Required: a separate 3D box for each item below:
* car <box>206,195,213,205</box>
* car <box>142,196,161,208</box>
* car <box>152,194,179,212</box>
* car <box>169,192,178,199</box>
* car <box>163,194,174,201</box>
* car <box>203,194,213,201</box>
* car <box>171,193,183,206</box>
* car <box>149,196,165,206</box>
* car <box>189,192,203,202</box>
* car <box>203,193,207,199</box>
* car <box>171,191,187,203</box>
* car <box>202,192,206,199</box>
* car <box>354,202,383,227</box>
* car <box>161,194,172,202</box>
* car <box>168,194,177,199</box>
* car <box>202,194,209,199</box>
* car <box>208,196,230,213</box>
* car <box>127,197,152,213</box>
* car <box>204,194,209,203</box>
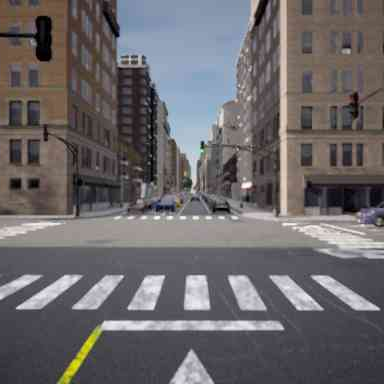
[{"bbox_3d":[3.024,1.354,39.986,1.887,1.381,4.507,1,0,1],"label":"car"},{"bbox_3d":[-5.435,1.334,45.610,2.008,1.369,4.403,1,0,1],"label":"car"},{"bbox_3d":[-2.791,1.308,35.885,1.882,1.535,5.008,0,0,0],"label":"car"},{"bbox_3d":[-4.907,0.876,89.840,2.192,1.841,5.009,1,0,1],"label":"car"},{"bbox_3d":[-5.107,1.212,73.255,1.947,1.339,4.313,1,0,1],"label":"car"},{"bbox_3d":[3.419,1.195,73.167,2.008,1.369,4.403,1,0,1],"label":"car"},{"bbox_3d":[-2.650,1.261,45.545,1.882,1.535,5.008,0,0,1],"label":"car"},{"bbox_3d":[-5.369,1.301,51.139,1.887,1.381,4.507,1,0,1],"label":"car"},{"bbox_3d":[0.652,1.209,65.545,1.812,1.442,4.674,0,0,1],"label":"car"},{"bbox_3d":[3.156,1.300,51.046,1.887,1.381,4.507,1,0,1],"label":"car"},{"bbox_3d":[-2.465,1.086,55.672,2.097,1.767,4.553,0,0,1],"label":"car"},{"bbox_3d":[3.287,1.266,62.107,1.947,1.339,4.313,1,0,1],"label":"car"},{"bbox_3d":[13.535,1.393,22.500,4.553,1.767,2.097,0,0,0],"label":"car"},{"bbox_3d":[-5.174,1.200,67.556,1.752,1.417,4.829,1,0,1],"label":"car"},{"bbox_3d":[-4.975,1.155,84.312,1.947,1.339,4.313,1,0,1],"label":"car"},{"bbox_3d":[3.615,1.141,89.758,1.802,1.307,4.206,1,0,1],"label":"car"},{"bbox_3d":[2.959,1.402,34.455,1.947,1.339,4.313,1,0,1],"label":"car"},{"bbox_3d":[-5.567,1.420,34.553,1.802,1.307,4.206,1,0,1],"label":"car"},{"bbox_3d":[3.090,1.333,45.516,2.008,1.369,4.403,1,0,1],"label":"car"}]
